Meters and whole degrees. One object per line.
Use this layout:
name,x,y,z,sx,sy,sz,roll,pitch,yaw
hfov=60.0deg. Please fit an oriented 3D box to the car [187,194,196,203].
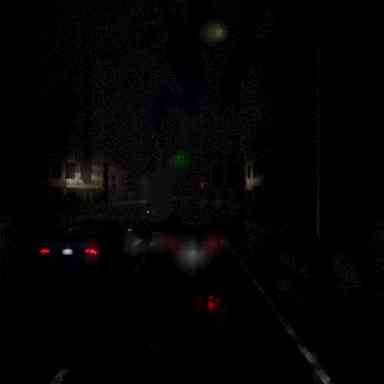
car,-0.064,1.558,79.996,2.150,2.045,5.566,0,0,0

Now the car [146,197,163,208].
car,-6.601,1.839,56.457,2.128,1.511,4.902,0,0,0

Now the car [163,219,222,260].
car,0.039,1.680,12.707,1.895,1.301,4.718,0,0,0

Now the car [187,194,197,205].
car,-0.056,1.782,69.931,2.097,1.767,4.553,0,0,0

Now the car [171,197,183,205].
car,-3.306,1.980,69.957,1.994,1.385,4.181,0,0,0

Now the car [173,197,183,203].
car,-3.314,1.858,79.961,2.128,1.511,4.902,0,0,0

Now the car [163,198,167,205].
car,-6.557,1.916,71.741,1.882,1.535,5.008,0,0,0

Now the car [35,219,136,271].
car,-3.225,1.618,11.159,2.033,1.411,5.357,0,0,0
